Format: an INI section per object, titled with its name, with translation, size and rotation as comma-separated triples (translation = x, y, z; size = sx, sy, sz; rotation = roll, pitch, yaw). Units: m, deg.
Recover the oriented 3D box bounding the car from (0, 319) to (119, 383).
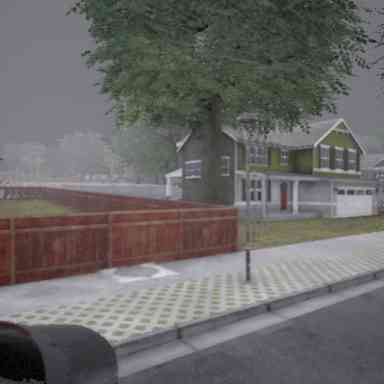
[car]
translation = -2.604, 1.507, 1.201
size = 4.892, 1.490, 1.837
rotation = 0, 0, -35
